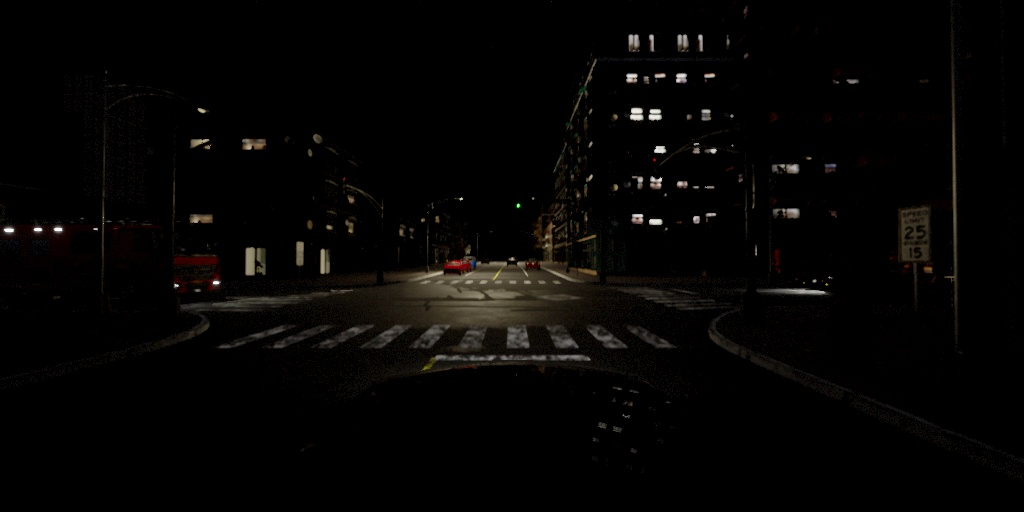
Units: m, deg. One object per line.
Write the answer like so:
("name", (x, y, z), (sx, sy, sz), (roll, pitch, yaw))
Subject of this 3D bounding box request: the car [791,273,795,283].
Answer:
("car", (19.480, 1.144, 21.684), (4.507, 1.381, 1.888), (0, 0, 1))

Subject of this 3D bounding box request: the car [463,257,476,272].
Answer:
("car", (-5.684, 1.169, 41.838), (1.888, 1.381, 4.507), (0, 0, 0))

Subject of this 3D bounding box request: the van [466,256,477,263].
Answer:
("van", (-5.683, 0.947, 47.526), (1.690, 1.789, 3.998), (0, 0, 0))

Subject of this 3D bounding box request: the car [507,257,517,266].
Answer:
("car", (0.010, 1.049, 63.408), (2.128, 1.511, 4.902), (0, 0, 0))

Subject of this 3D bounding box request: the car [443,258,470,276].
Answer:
("car", (-5.761, 1.187, 36.157), (1.888, 1.381, 4.507), (0, 0, 0))

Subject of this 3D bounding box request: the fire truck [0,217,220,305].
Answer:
("fire truck", (-18.463, 0.160, 16.284), (8.468, 3.827, 2.891), (0, -1, 1))

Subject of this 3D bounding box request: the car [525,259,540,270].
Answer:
("car", (2.698, 1.046, 47.585), (1.967, 1.591, 4.097), (0, 0, 0))

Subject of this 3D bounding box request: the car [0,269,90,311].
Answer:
("car", (-19.292, 1.325, 13.450), (4.507, 1.381, 1.888), (0, 0, 1))

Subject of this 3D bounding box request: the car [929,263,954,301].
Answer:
("car", (18.176, 0.914, 13.115), (4.097, 1.591, 1.967), (0, 0, 1))

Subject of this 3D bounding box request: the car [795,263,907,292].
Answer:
("car", (18.063, 1.131, 19.029), (4.181, 1.385, 1.994), (0, -1, 1))
